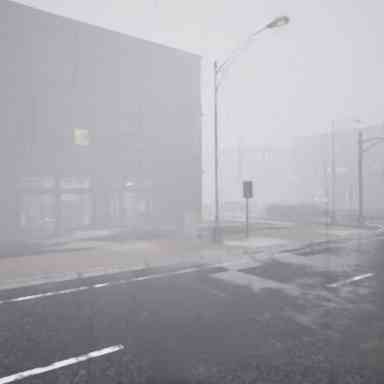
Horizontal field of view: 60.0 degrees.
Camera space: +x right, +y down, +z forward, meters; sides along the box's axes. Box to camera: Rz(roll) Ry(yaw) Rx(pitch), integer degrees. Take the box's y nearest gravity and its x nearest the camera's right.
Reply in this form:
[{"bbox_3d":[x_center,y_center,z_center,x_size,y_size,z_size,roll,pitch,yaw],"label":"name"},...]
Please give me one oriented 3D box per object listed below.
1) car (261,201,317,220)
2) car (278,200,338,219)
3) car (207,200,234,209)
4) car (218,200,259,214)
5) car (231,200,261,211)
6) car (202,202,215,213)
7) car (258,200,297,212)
[{"bbox_3d":[8.625,1.776,30.254,1.947,1.339,4.313,-2,0,-35],"label":"car"},{"bbox_3d":[10.990,1.724,31.621,2.033,1.411,5.357,-1,0,-35],"label":"car"},{"bbox_3d":[4.284,1.914,50.998,1.802,1.307,4.206,-2,0,-35],"label":"car"},{"bbox_3d":[5.303,1.793,39.605,1.837,1.490,4.892,-1,0,-36],"label":"car"},{"bbox_3d":[7.495,1.852,46.491,1.802,1.307,4.206,-2,0,-35],"label":"car"},{"bbox_3d":[0.668,1.807,41.626,1.967,1.590,4.097,-2,0,-35],"label":"car"},{"bbox_3d":[10.707,1.759,41.982,2.008,1.369,4.403,-2,0,-35],"label":"car"}]
